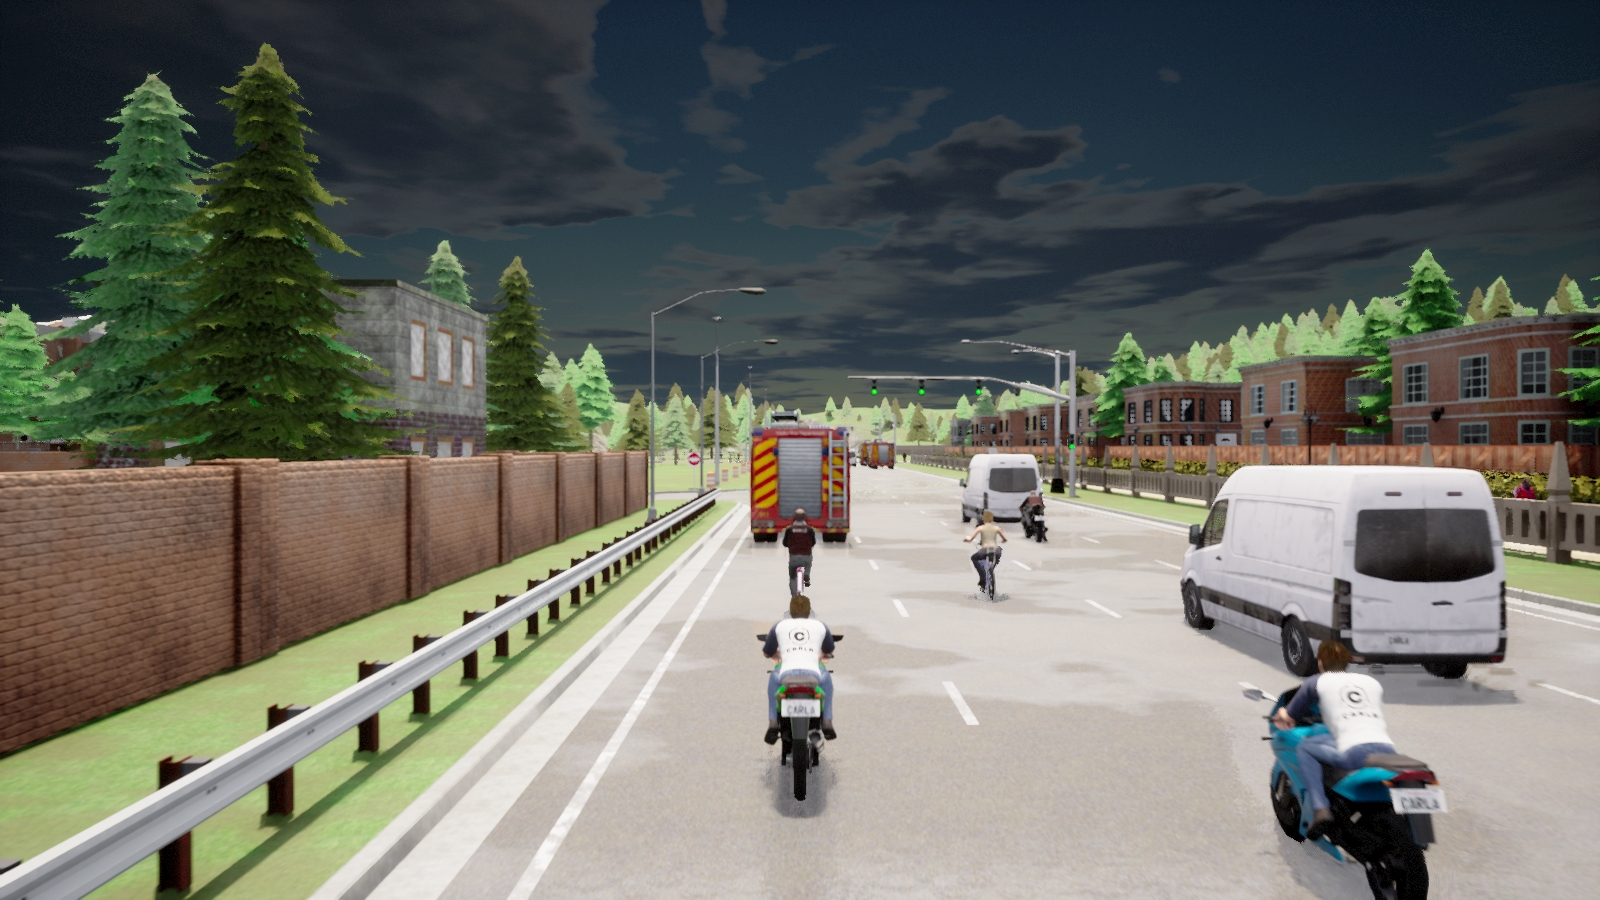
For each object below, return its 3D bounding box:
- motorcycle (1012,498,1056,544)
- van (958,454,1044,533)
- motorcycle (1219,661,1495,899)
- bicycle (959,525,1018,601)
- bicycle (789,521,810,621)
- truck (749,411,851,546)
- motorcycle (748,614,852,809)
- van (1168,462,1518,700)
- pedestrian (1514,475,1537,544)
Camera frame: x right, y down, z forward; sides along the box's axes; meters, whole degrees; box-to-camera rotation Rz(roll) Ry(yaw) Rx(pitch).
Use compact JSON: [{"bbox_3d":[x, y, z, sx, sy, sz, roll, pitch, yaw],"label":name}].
[{"bbox_3d":[7.000,2.109,34.274,0.867,1.251,2.209,0,0,0],"label":"motorcycle"},{"bbox_3d":[6.996,1.422,40.395,1.988,2.561,5.915,0,0,0],"label":"van"},{"bbox_3d":[3.504,2.161,7.441,0.803,1.199,2.033,0,0,0],"label":"motorcycle"},{"bbox_3d":[3.500,2.096,21.378,0.859,1.277,1.487,0,0,0],"label":"bicycle"},{"bbox_3d":[-0.007,2.003,19.345,0.329,1.471,1.835,0,1,0],"label":"bicycle"},{"bbox_3d":[-0.005,0.788,36.578,2.891,3.827,8.468,0,0,0],"label":"truck"},{"bbox_3d":[0.000,2.155,9.779,0.803,1.199,2.033,0,0,0],"label":"motorcycle"},{"bbox_3d":[6.995,1.488,15.667,1.988,2.561,5.915,0,0,0],"label":"van"},{"bbox_3d":[19.701,1.614,31.027,0.375,1.860,0.375,0,0,-1],"label":"pedestrian"}]
